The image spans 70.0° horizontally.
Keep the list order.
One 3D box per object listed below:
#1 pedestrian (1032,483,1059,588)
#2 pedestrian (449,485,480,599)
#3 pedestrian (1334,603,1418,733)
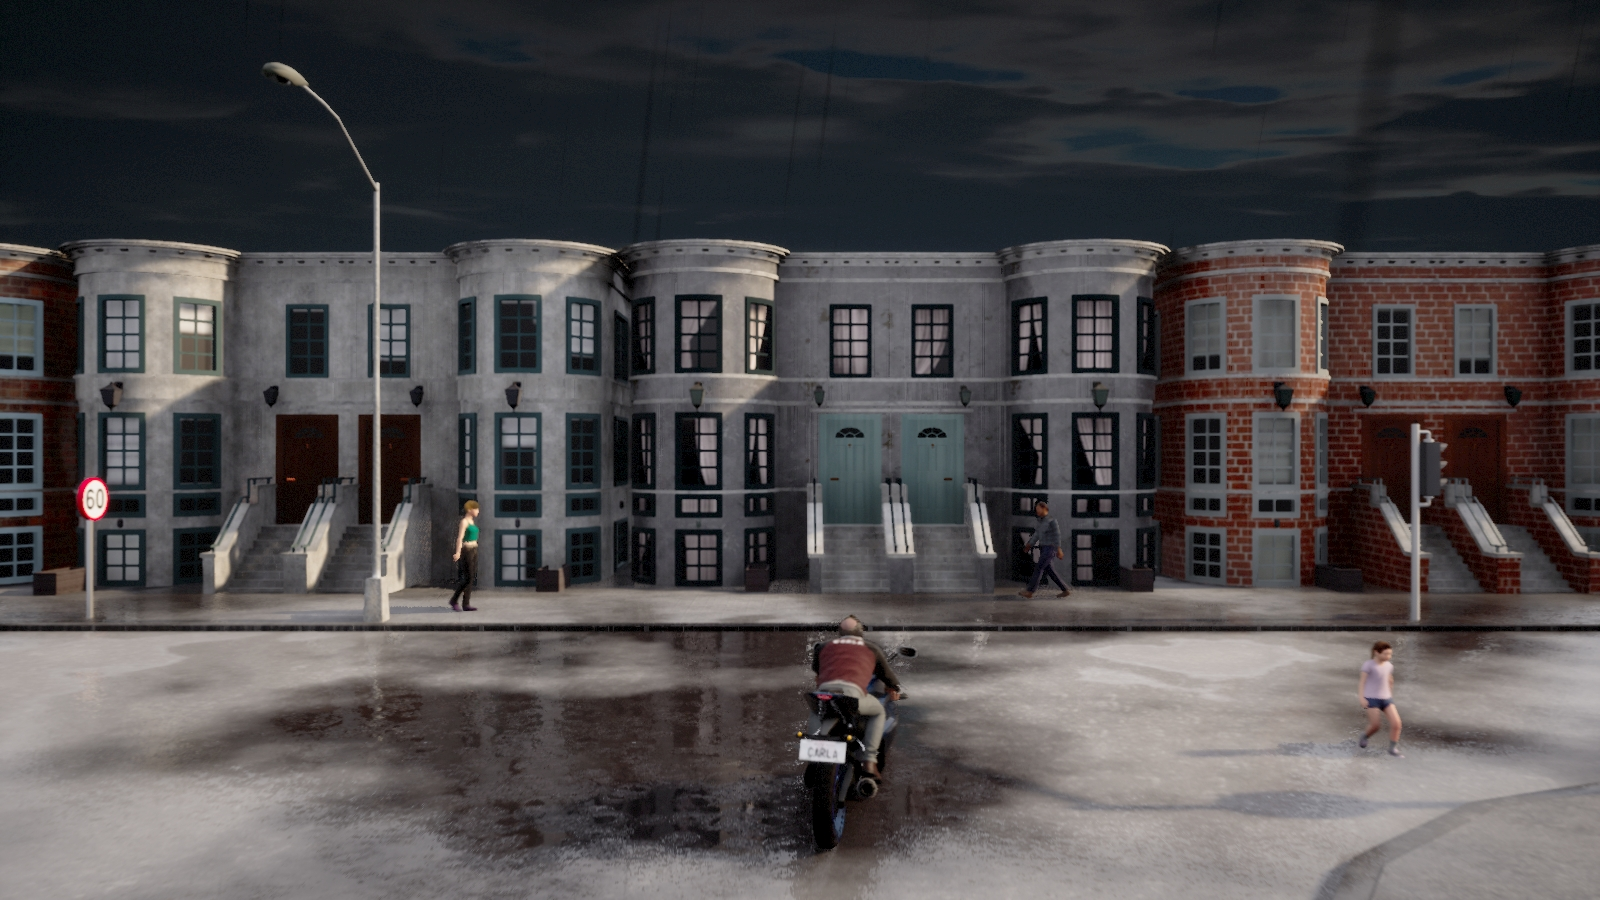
[{"bbox_3d":[4.417,1.524,20.552,0.375,1.860,0.375,0,0,-8],"label":"pedestrian"},{"bbox_3d":[-5.576,1.524,18.977,0.375,1.860,0.375,0,0,7],"label":"pedestrian"},{"bbox_3d":[5.350,2.008,10.621,0.500,1.100,0.500,0,0,-9],"label":"pedestrian"}]
